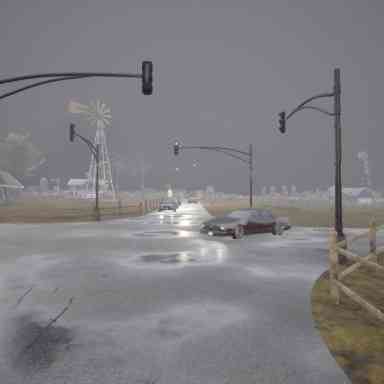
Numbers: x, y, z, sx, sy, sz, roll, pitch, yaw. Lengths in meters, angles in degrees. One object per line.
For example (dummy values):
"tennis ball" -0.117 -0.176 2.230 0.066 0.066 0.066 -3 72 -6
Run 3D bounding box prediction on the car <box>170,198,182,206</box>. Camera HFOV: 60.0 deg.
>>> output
"car" -2.843 1.795 58.502 1.895 1.301 4.718 0 0 0

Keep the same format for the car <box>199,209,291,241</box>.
"car" 2.935 1.592 17.248 5.357 1.411 2.033 1 0 -38

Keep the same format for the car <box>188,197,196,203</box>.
"car" -0.010 1.860 79.122 1.812 1.442 4.674 0 0 0

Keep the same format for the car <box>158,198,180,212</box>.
"car" -2.862 1.661 39.779 1.994 1.385 4.181 0 0 0

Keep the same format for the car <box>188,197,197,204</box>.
"car" 0.084 1.788 69.110 1.812 1.442 4.674 0 0 0
